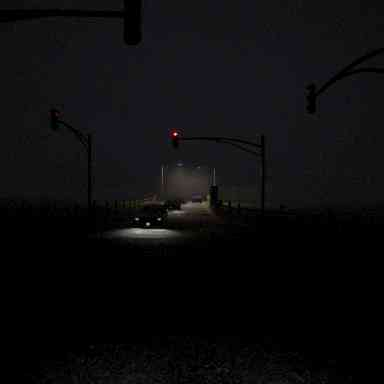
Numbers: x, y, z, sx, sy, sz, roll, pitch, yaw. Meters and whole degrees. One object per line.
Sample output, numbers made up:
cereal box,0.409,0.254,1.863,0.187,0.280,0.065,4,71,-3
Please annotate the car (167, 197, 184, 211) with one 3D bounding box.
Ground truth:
car,-2.331,1.572,39.751,1.994,1.385,4.181,0,0,1

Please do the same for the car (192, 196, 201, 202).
car,1.092,1.617,75.929,1.895,1.301,4.718,0,0,1

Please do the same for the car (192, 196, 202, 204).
car,1.030,1.495,65.895,1.882,1.535,5.008,0,0,1

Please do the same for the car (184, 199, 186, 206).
car,-2.055,1.540,56.443,1.812,1.442,4.674,0,0,1

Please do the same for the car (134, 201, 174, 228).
car,-2.591,1.544,22.500,2.033,1.411,5.357,0,0,1
